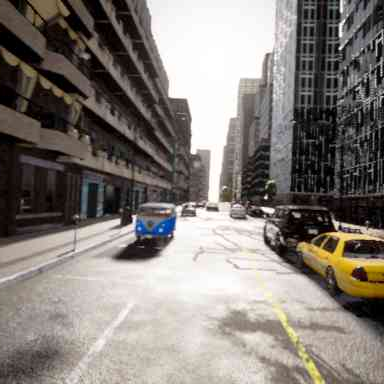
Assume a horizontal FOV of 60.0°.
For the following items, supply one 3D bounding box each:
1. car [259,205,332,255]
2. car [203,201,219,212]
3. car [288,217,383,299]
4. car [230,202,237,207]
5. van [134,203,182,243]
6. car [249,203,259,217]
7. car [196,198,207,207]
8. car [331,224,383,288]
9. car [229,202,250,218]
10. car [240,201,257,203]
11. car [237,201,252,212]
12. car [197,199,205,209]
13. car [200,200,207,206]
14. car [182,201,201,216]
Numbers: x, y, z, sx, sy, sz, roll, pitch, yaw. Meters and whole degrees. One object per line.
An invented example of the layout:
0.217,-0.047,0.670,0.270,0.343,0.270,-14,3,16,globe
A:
4.683,1.627,15.153,2.150,2.045,5.566,3,-1,3,car
3.283,2.419,52.868,1.994,1.385,4.181,3,-1,4,car
4.317,1.771,9.300,1.801,1.575,5.366,3,-1,4,car
11.609,3.459,93.332,1.802,1.307,4.206,3,-1,4,car
-1.730,1.467,16.737,1.690,1.788,3.998,4,-1,4,van
8.397,2.530,43.737,1.947,1.339,4.313,3,-1,4,car
2.201,2.489,77.353,2.192,1.841,5.009,3,-1,4,car
6.253,1.967,10.675,1.887,1.381,4.507,3,-1,4,car
5.520,2.307,40.345,1.812,1.442,4.674,3,-1,4,car
8.769,2.375,49.252,2.192,1.841,5.009,3,-1,4,car
9.483,2.568,60.273,2.192,1.841,5.009,3,-1,4,car
1.474,2.513,66.329,1.887,1.381,4.507,3,-1,4,car
3.257,3.060,93.882,1.947,1.339,4.313,3,-1,4,car
-0.315,2.068,38.776,1.802,1.307,4.206,3,-1,4,car
